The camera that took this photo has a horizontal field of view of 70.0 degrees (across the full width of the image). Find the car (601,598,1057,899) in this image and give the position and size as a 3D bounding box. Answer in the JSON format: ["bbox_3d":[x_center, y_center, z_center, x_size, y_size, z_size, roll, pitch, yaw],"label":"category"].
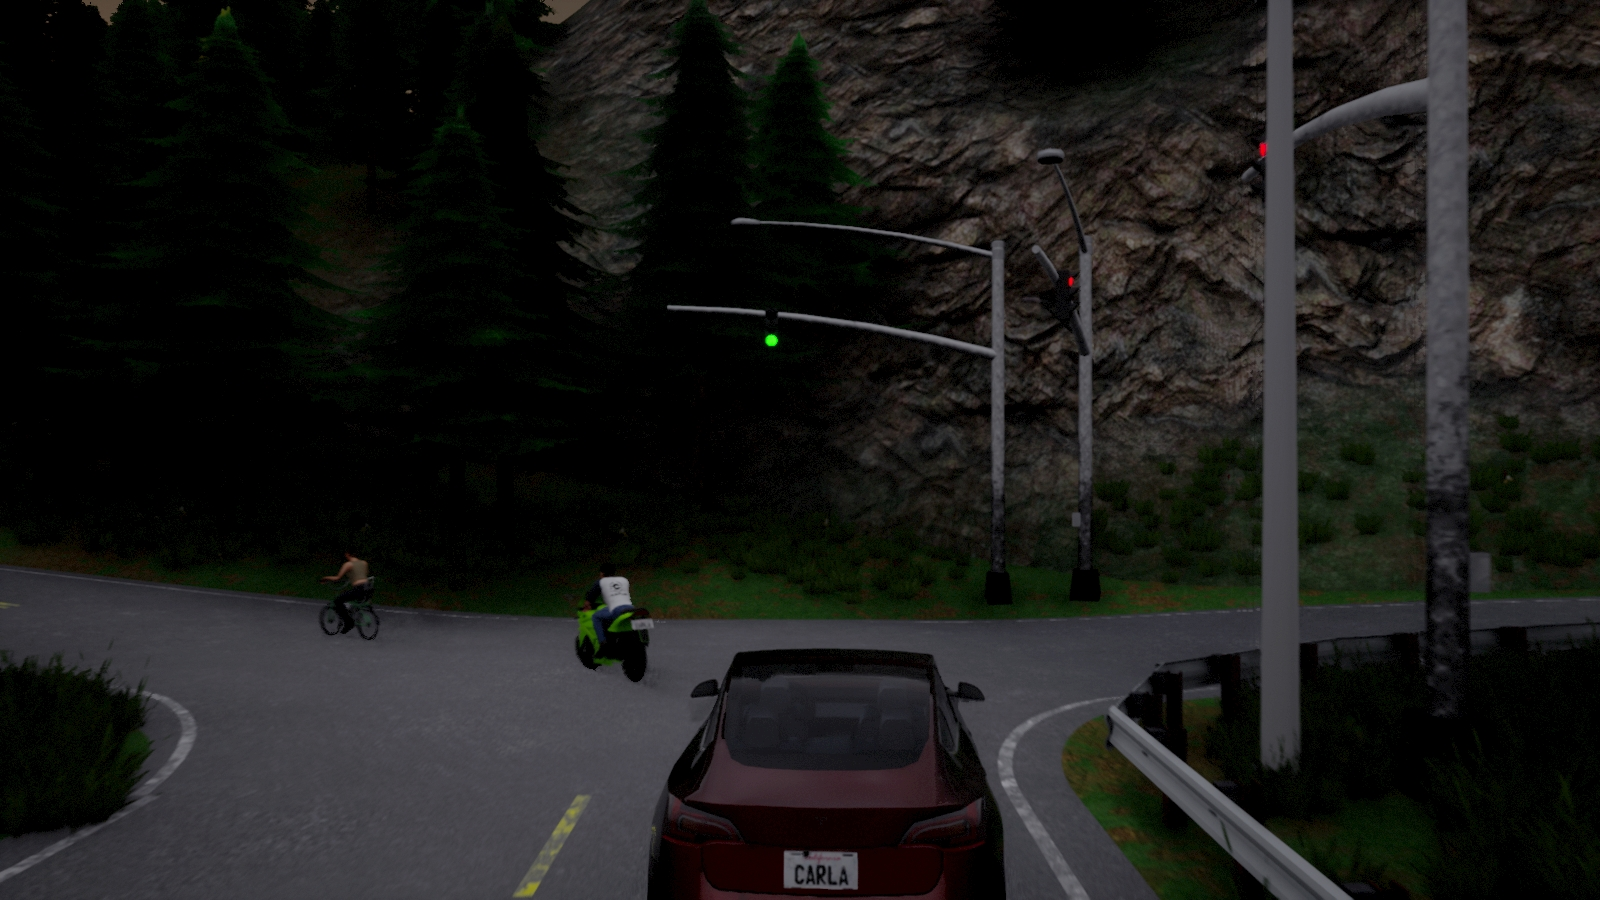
[{"bbox_3d":[0.266,2.069,7.809,2.163,1.488,4.792,0,0,3],"label":"car"}]

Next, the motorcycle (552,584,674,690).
[{"bbox_3d":[-2.514,2.432,15.145,0.803,1.145,2.033,0,-3,-34],"label":"motorcycle"}]
